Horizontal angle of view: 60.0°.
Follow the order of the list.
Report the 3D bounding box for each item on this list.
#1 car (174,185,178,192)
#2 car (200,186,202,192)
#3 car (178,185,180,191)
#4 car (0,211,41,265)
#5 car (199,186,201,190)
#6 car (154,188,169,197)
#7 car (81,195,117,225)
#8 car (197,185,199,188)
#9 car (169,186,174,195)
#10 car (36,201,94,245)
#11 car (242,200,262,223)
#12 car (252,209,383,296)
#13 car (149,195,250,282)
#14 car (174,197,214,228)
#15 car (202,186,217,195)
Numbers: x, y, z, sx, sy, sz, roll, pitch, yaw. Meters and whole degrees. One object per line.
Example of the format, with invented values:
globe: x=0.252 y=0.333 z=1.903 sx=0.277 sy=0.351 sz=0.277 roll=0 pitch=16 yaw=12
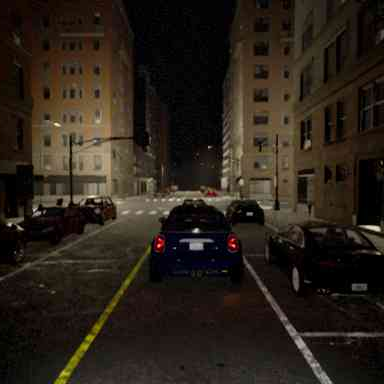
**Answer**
car: x=-5.252 y=-0.469 z=82.881 sx=1.752 sy=1.417 sz=4.829 roll=0 pitch=1 yaw=0
car: x=3.180 y=-0.084 z=66.784 sx=2.008 sy=1.369 sz=4.403 roll=0 pitch=1 yaw=0
car: x=-5.188 y=-0.915 z=93.861 sx=2.192 sy=1.841 sz=5.009 roll=0 pitch=1 yaw=0
car: x=-5.638 y=1.363 z=7.926 sx=1.947 sy=1.339 sz=4.313 roll=0 pitch=1 yaw=0
car: x=3.242 y=-0.440 z=77.596 sx=1.967 sy=1.590 sz=4.097 roll=0 pitch=1 yaw=0
car: x=-5.409 y=0.201 z=56.017 sx=1.802 sy=1.307 sz=4.206 roll=0 pitch=1 yaw=0
car: x=-5.594 y=0.961 z=18.922 sx=1.967 sy=1.590 sz=4.097 roll=0 pitch=1 yaw=0
car: x=3.336 y=-0.917 z=93.816 sx=2.192 sy=1.841 sz=5.009 roll=0 pitch=1 yaw=0
car: x=-5.345 y=-0.083 z=66.830 sx=2.008 sy=1.369 sz=4.403 roll=0 pitch=1 yaw=0
car: x=-5.616 y=1.241 z=13.426 sx=1.802 sy=1.307 sz=4.206 roll=0 pitch=1 yaw=0
car: x=2.931 y=1.085 z=18.891 sx=1.947 sy=1.339 sz=4.313 roll=0 pitch=1 yaw=0
car: x=2.887 y=1.347 z=7.891 sx=2.008 sy=1.369 sz=4.403 roll=0 pitch=1 yaw=0
car: x=0.112 y=1.116 z=9.180 sx=2.097 sy=1.767 sz=4.553 roll=0 pitch=1 yaw=1
car: x=0.121 y=1.082 z=18.966 sx=1.994 sy=1.385 sz=4.181 roll=0 pitch=1 yaw=1
car: x=3.115 y=0.058 z=55.966 sx=1.967 sy=1.590 sz=4.097 roll=0 pitch=1 yaw=0
